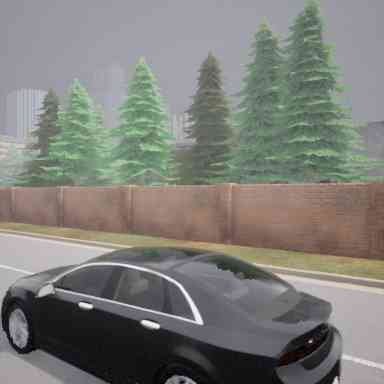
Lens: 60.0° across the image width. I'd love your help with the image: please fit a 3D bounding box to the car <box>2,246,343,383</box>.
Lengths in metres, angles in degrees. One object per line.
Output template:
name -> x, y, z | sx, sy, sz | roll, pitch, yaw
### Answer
car -> -0.665, 1.506, 4.463 | 4.892, 1.490, 1.837 | 0, 0, 35
